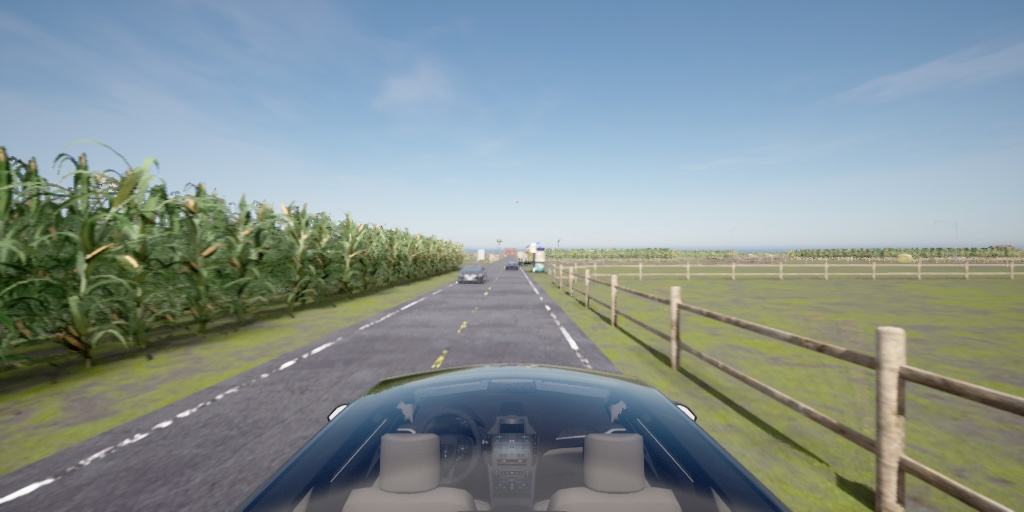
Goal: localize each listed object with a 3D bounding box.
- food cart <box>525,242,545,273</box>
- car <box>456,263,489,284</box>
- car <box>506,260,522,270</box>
[{"bbox_3d":[3.135,0.179,42.456,2.280,3.560,4.660,0,0,0],"label":"food cart"},{"bbox_3d":[-2.840,1.257,26.548,1.812,1.442,4.674,0,0,0],"label":"car"},{"bbox_3d":[0.017,1.250,50.918,2.033,1.411,5.357,0,0,0],"label":"car"}]
